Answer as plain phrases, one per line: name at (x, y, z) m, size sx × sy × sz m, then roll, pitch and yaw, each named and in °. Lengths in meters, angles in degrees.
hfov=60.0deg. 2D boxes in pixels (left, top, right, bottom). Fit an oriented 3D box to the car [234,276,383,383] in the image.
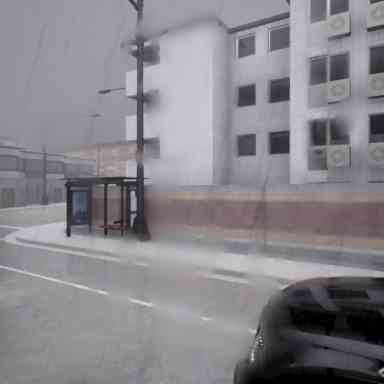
car at (2.994, 1.223, 1.831) m, size 5.566 × 2.045 × 2.150 m, roll 0°, pitch 0°, yaw 36°
